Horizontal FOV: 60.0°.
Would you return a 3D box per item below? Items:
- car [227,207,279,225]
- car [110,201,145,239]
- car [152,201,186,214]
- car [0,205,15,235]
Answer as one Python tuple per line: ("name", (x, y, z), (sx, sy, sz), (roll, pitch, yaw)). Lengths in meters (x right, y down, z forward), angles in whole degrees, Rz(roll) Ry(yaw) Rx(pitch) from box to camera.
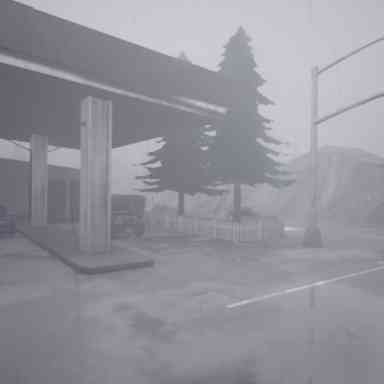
("car", (4.509, 1.800, 25.024), (1.994, 1.385, 4.181), (1, 0, -35))
("car", (-4.229, 1.442, 18.455), (1.905, 1.878, 3.866), (1, 0, -36))
("car", (-2.534, 1.679, 35.110), (1.812, 1.442, 4.674), (1, 0, -35))
("car", (-11.359, 1.523, 18.685), (2.242, 1.667, 4.611), (1, 0, -36))
